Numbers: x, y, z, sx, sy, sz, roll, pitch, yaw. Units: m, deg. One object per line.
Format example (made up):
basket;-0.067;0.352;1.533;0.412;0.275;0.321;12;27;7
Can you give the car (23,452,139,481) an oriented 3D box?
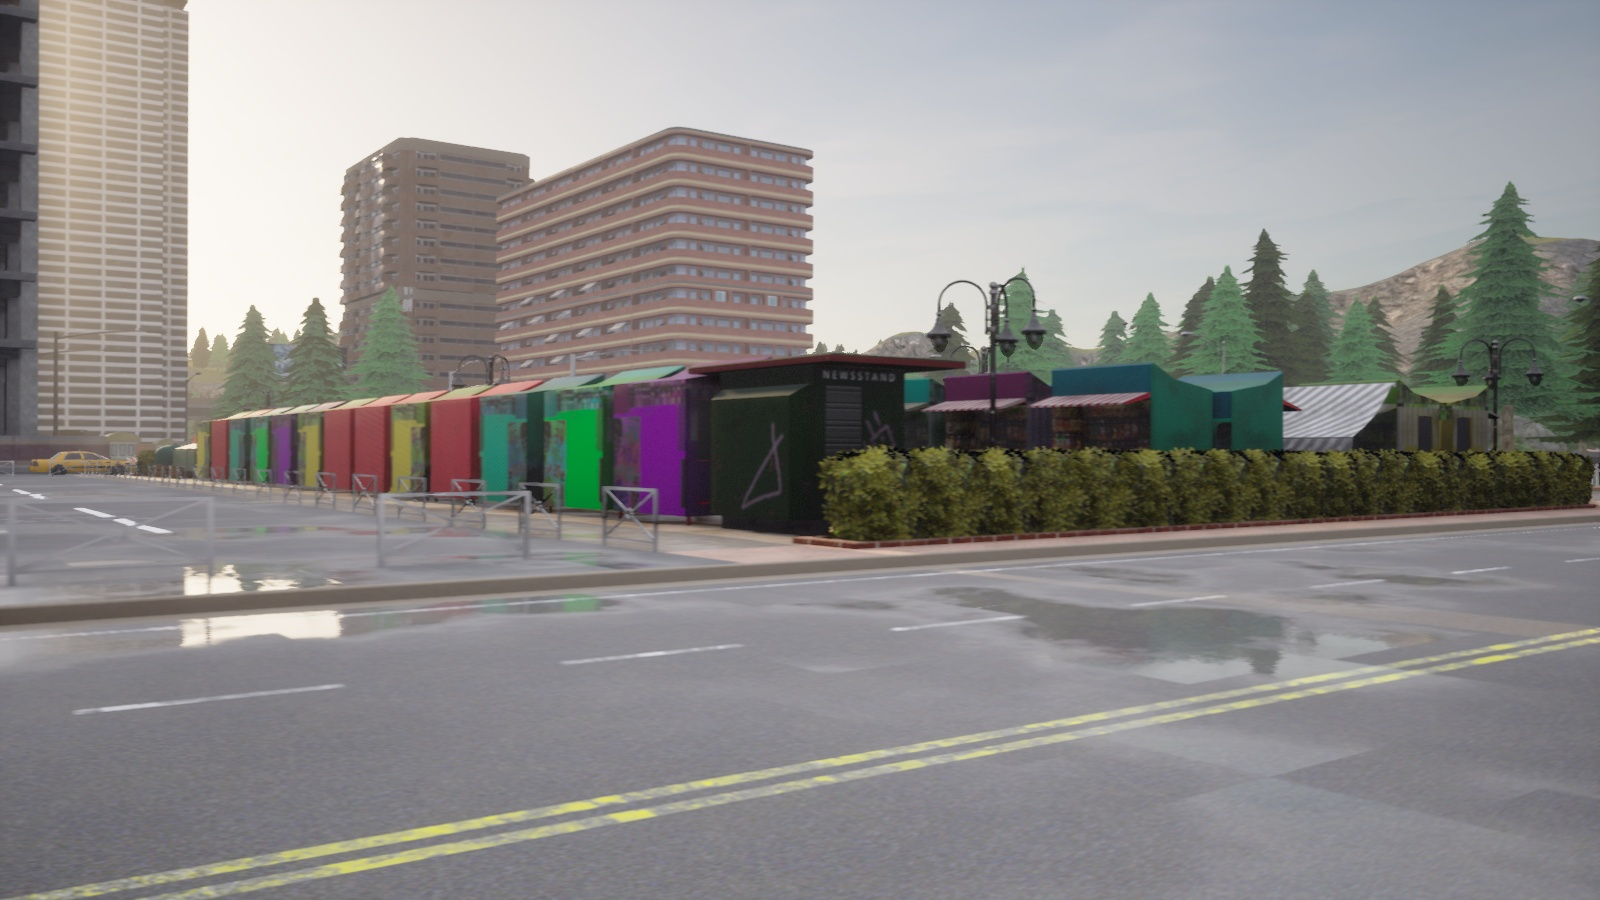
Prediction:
car;-39.632;0.882;69.316;5.366;1.575;1.801;0;0;-37
